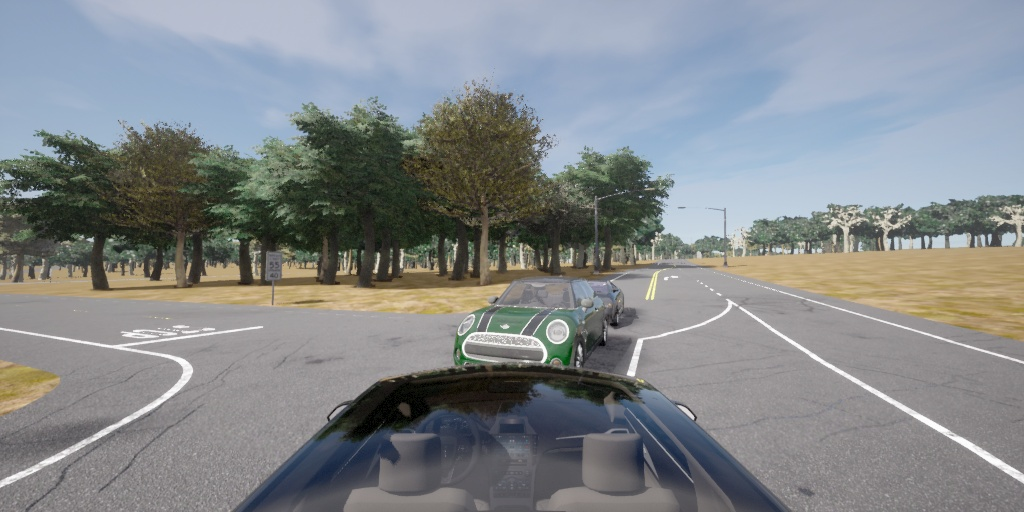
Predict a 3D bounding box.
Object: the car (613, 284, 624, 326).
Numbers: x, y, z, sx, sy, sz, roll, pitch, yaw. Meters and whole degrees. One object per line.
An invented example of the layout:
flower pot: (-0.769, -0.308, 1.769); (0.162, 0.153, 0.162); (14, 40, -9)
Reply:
car: (2.895, 1.555, 12.918); (1.994, 1.385, 4.181); (-2, 0, 22)

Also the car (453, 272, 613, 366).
car: (0.674, 1.222, 7.484); (2.097, 1.767, 4.553); (-1, -2, 22)
